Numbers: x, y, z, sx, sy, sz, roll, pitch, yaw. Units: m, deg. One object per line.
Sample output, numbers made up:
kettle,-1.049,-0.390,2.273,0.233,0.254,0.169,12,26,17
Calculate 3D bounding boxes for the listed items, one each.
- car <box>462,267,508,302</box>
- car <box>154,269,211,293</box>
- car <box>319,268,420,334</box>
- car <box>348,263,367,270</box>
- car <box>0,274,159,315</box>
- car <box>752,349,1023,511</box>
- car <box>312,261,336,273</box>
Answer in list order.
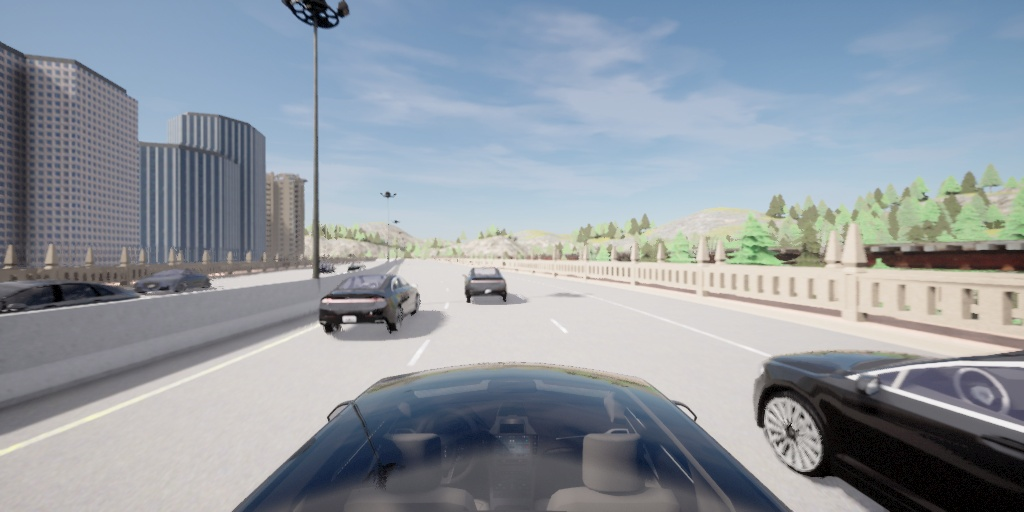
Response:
car,-1.357,1.287,17.326,2.128,1.511,4.902,0,0,-9
car,-20.191,1.467,21.531,1.994,1.385,4.181,0,0,-14
car,-4.034,1.285,10.850,2.128,1.511,4.902,0,0,-5
car,-20.468,1.568,47.490,1.895,1.301,4.718,0,0,-16
car,-10.976,1.327,7.831,1.837,1.490,4.892,0,0,-5
car,3.451,1.224,1.820,2.128,1.511,4.902,0,0,0
car,-23.182,1.574,44.363,1.895,1.301,4.718,0,0,-17
